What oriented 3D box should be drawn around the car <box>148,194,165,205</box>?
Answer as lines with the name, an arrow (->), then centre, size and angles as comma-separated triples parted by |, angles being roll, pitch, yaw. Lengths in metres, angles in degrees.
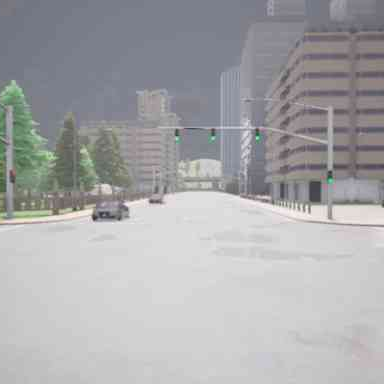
car -> -5.137, 1.020, 48.620 | 1.882, 1.535, 5.008 | 0, 1, 2

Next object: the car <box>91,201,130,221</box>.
car -> -5.839, 1.339, 24.286 | 1.994, 1.385, 4.181 | 0, 1, 2
